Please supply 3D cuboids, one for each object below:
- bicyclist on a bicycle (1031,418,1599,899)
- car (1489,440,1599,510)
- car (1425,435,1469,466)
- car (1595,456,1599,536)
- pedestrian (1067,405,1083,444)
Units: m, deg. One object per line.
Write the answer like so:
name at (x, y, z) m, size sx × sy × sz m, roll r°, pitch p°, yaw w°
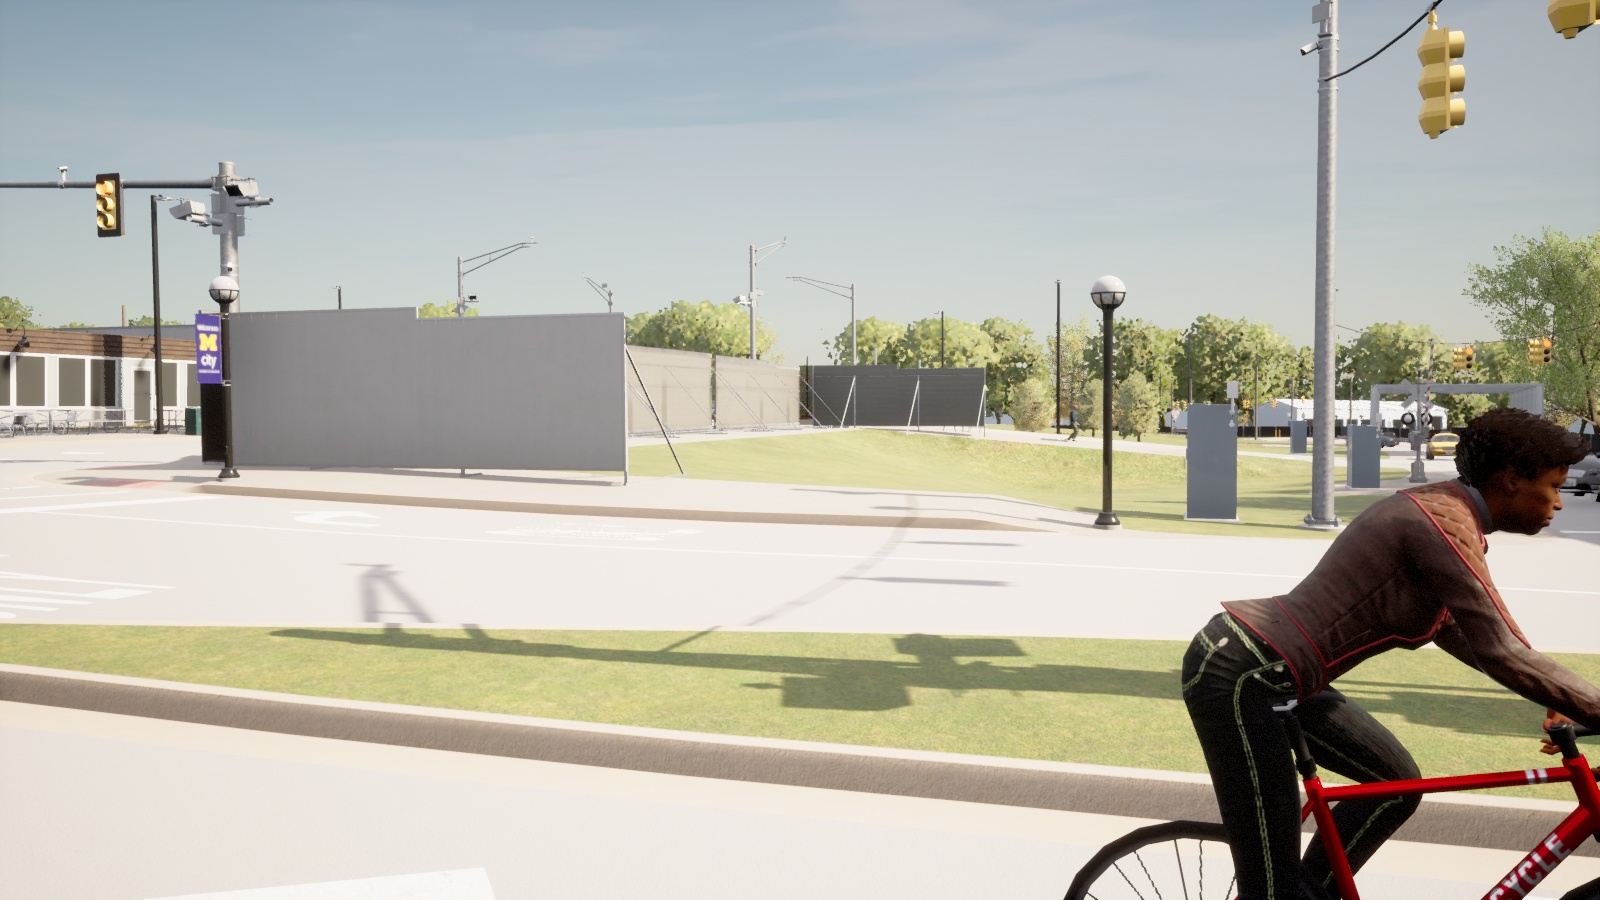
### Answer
bicyclist on a bicycle at (1.377, 0.746, 2.727) m, size 1.656 × 1.620 × 0.582 m, roll 1°, pitch 1°, yaw 18°
car at (17.920, 0.528, 29.967) m, size 2.128 × 1.511 × 4.902 m, roll 0°, pitch 1°, yaw 24°
car at (35.494, 0.001, 68.999) m, size 1.801 × 1.575 × 5.366 m, roll 1°, pitch 1°, yaw 24°
car at (13.321, 0.784, 18.357) m, size 1.895 × 1.301 × 4.718 m, roll 0°, pitch 1°, yaw 20°
pedestrian at (13.091, -1.203, 59.801) m, size 0.726 × 1.842 × 0.402 m, roll 1°, pitch 3°, yaw 12°
